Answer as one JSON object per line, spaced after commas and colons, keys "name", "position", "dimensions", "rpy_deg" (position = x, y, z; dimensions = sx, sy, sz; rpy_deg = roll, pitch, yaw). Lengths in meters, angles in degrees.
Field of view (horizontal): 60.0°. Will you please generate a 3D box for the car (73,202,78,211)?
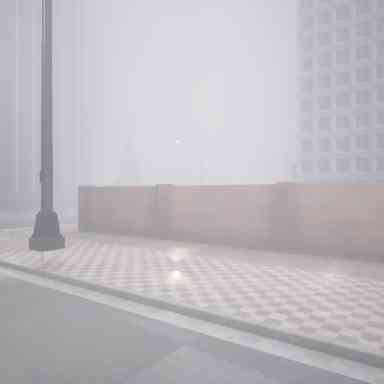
{"name": "car", "position": [-11.967, 1.351, 39.849], "dimensions": [2.097, 1.767, 4.553], "rpy_deg": [0, 0, 35]}
